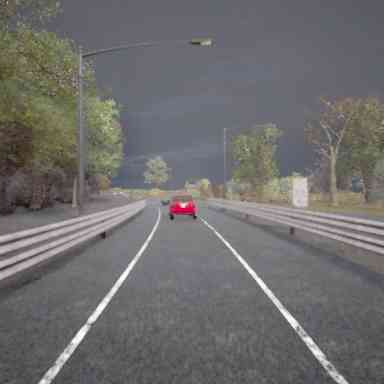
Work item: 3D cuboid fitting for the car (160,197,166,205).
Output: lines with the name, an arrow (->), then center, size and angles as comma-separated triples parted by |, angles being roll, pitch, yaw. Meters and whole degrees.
car -> -4.355, 1.562, 57.551 | 1.994, 1.385, 4.181 | 0, 0, -9

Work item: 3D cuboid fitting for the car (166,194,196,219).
car -> -0.914, 1.221, 29.026 | 2.150, 2.045, 5.566 | 0, 0, -5
